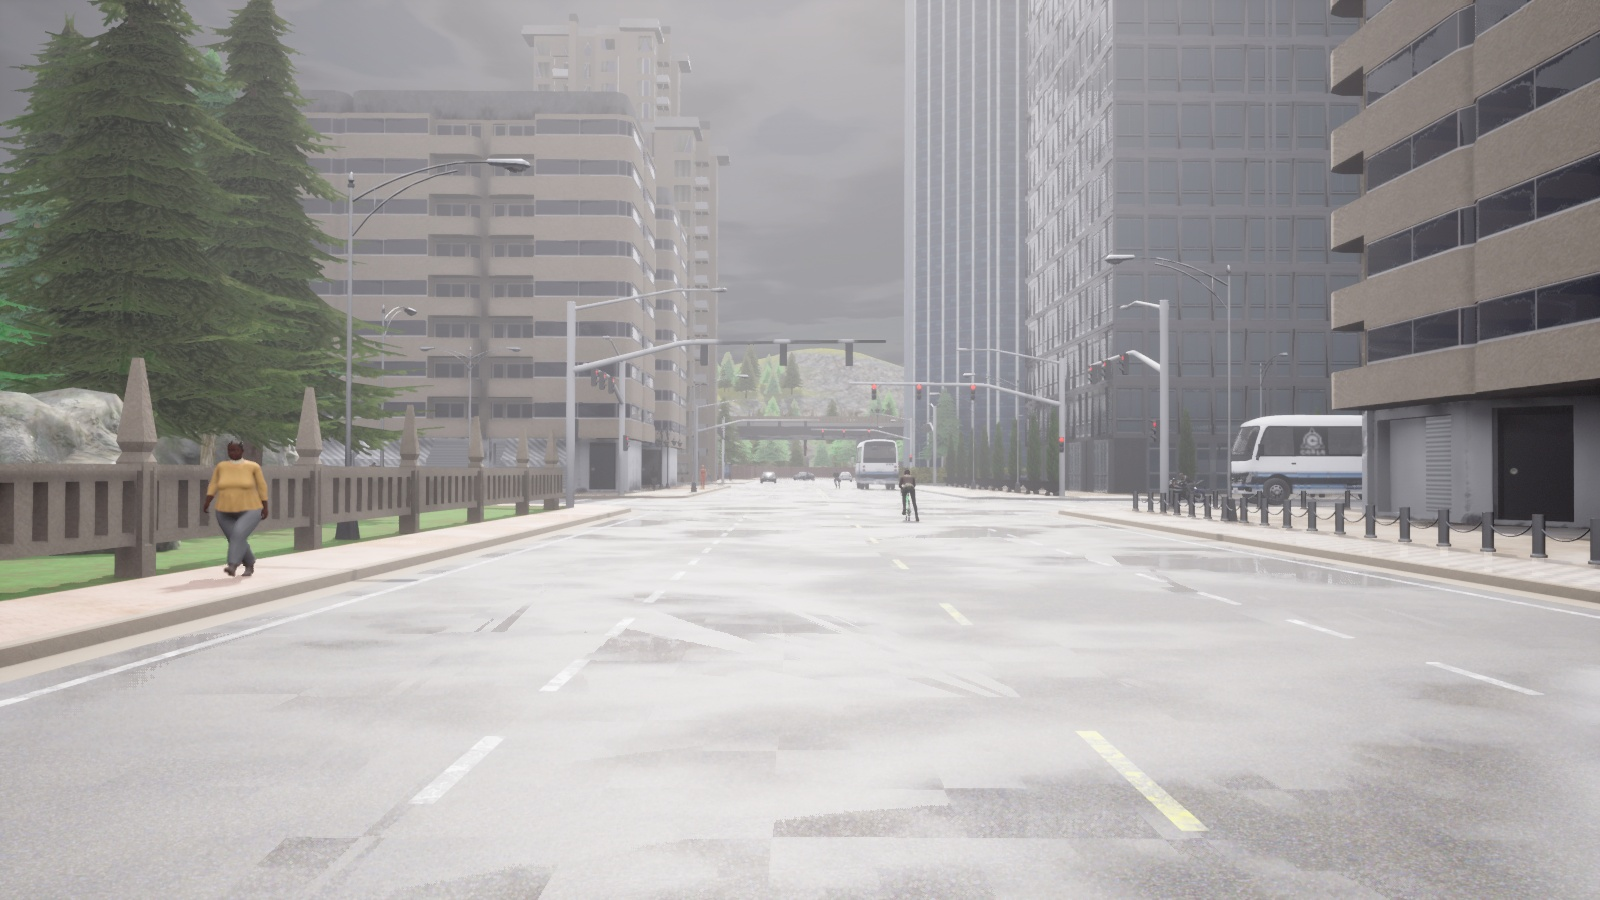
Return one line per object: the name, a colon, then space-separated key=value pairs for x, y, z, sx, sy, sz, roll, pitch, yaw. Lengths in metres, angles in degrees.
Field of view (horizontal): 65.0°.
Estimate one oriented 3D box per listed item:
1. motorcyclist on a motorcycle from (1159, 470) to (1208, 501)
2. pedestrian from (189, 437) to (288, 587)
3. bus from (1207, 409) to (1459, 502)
motorcyclist on a motorcycle: x=19.262 y=1.773 z=63.053 sx=2.191 sy=1.530 sz=0.866 roll=0 pitch=-1 yaw=0
pedestrian: x=-7.147 y=0.770 z=16.026 sx=0.874 sy=1.855 sz=0.900 roll=0 pitch=-1 yaw=-2
bus: x=25.076 y=0.280 z=59.561 sx=10.273 sy=4.253 sz=3.944 roll=0 pitch=-1 yaw=0
